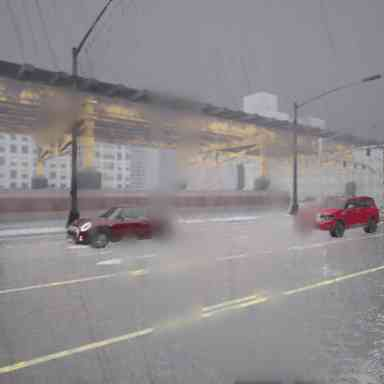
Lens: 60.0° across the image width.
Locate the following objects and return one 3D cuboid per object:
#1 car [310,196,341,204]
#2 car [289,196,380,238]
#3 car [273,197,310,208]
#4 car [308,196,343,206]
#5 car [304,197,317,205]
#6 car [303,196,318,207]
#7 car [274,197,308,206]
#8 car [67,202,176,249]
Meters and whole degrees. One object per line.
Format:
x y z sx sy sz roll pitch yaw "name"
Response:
22.154 1.349 55.271 4.536 1.218 1.853 0 0 -7 "car"
8.088 1.235 18.232 5.566 2.045 2.150 0 0 -35 "car"
14.548 1.494 48.835 4.974 1.542 2.038 0 0 8 "car"
22.206 1.506 55.278 4.974 1.542 2.038 0 0 -7 "car"
18.310 1.342 51.569 1.853 1.218 4.536 0 0 18 "car"
18.294 1.500 51.519 2.038 1.542 4.974 0 0 18 "car"
14.497 1.337 48.842 4.536 1.218 1.853 0 0 8 "car"
-3.052 1.357 14.688 4.553 1.767 2.097 0 0 -35 "car"
